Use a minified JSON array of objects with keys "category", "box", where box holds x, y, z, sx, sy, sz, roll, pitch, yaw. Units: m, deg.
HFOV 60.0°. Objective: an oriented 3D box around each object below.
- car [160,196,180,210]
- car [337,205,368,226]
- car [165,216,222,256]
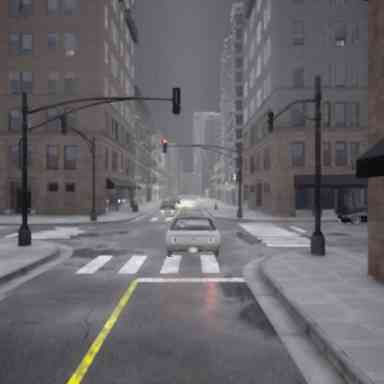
[{"category":"car","box":[-3.031,1.540,42.817,2.033,1.411,5.357,0,0,0]},{"category":"car","box":[12.270,1.548,22.793,4.313,1.339,1.947,0,0,0]},{"category":"car","box":[0.033,1.596,13.054,1.895,1.301,4.718,0,0,0]}]
